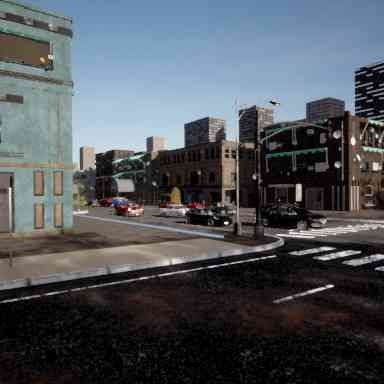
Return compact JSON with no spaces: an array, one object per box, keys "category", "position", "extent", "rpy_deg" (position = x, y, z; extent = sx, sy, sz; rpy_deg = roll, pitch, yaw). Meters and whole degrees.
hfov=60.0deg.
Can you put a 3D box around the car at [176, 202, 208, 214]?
[{"category":"car","position":[-0.044,1.903,41.146],"extent":[1.802,1.307,4.206],"rpy_deg":[-2,0,-36]}]

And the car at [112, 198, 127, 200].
[{"category":"car","position":[-8.115,1.922,42.514],"extent":[1.882,1.535,5.008],"rpy_deg":[-1,0,-36]}]

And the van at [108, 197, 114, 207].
[{"category":"van","position":[-12.922,1.906,59.159],"extent":[1.690,1.788,3.998],"rpy_deg":[-1,0,-36]}]

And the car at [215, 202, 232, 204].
[{"category":"car","position":[3.173,1.809,36.642],"extent":[2.008,1.369,4.403],"rpy_deg":[-2,0,-36]}]

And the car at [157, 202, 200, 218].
[{"category":"car","position":[-1.287,1.913,32.940],"extent":[1.895,1.301,4.718],"rpy_deg":[-1,0,-36]}]

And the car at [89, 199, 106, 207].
[{"category":"car","position":[-19.354,2.227,68.165],"extent":[1.887,1.381,4.507],"rpy_deg":[-1,0,-36]}]

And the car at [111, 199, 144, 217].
[{"category":"car","position":[-6.865,1.846,36.271],"extent":[1.967,1.590,4.097],"rpy_deg":[-1,0,-36]}]

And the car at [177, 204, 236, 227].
[{"category":"car","position":[1.107,1.814,24.910],"extent":[1.947,1.339,4.313],"rpy_deg":[-2,0,-36]}]

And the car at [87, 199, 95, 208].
[{"category":"car","position":[-19.167,2.158,63.466],"extent":[2.128,1.511,4.902],"rpy_deg":[-1,0,-36]}]

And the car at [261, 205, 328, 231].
[{"category":"car","position":[6.566,1.660,22.219],"extent":[1.837,1.490,4.892],"rpy_deg":[-1,0,-37]}]

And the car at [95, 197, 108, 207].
[{"category":"car","position":[-16.141,1.939,63.662],"extent":[2.192,1.841,5.009],"rpy_deg":[-1,0,-36]}]

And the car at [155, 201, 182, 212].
[{"category":"car","position":[-3.262,1.965,45.648],"extent":[1.802,1.307,4.206],"rpy_deg":[-2,0,-36]}]
